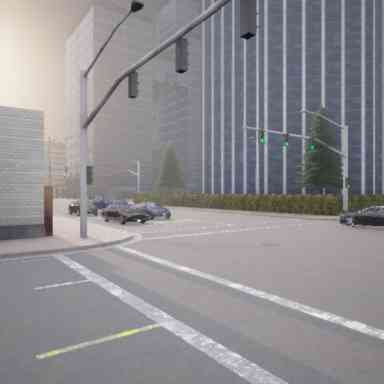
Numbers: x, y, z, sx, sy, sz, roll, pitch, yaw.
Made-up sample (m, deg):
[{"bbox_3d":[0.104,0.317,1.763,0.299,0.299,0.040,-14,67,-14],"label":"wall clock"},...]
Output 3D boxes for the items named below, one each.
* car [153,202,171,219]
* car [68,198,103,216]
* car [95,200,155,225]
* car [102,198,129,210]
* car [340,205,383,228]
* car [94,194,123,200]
[{"bbox_3d":[-3.644,1.581,29.099,1.812,1.442,4.674,0,0,-36],"label":"car"},{"bbox_3d":[-10.910,1.560,33.192,1.837,1.490,4.892,0,0,-36],"label":"car"},{"bbox_3d":[-5.237,1.603,25.285,2.033,1.411,5.357,0,0,-36],"label":"car"},{"bbox_3d":[-10.414,1.560,44.816,1.837,1.490,4.892,0,0,-36],"label":"car"},{"bbox_3d":[11.547,1.525,20.278,2.128,1.511,4.902,0,0,-36],"label":"car"},{"bbox_3d":[-9.309,1.277,36.969,2.150,2.045,5.566,0,0,-36],"label":"car"}]
